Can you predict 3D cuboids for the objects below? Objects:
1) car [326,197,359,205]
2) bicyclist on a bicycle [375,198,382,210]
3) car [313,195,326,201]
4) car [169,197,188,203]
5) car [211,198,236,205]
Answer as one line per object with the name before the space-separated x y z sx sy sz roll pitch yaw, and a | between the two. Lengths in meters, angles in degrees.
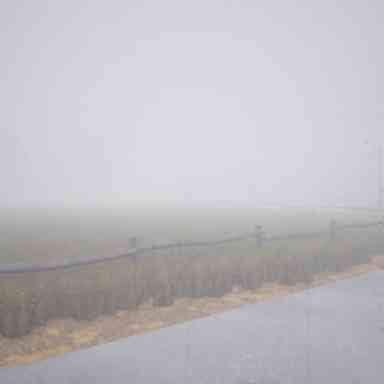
car | 29.915 1.750 66.341 2.242 1.667 4.611 0 0 -36
bicyclist on a bicycle | 20.538 1.481 36.561 1.656 1.620 0.582 0 0 -36
car | 33.409 1.630 85.312 1.932 1.855 4.605 0 0 -36
car | -2.582 1.691 62.072 1.812 1.442 4.674 0 0 -36
car | 4.790 1.644 51.896 1.882 1.535 5.008 0 0 -35
